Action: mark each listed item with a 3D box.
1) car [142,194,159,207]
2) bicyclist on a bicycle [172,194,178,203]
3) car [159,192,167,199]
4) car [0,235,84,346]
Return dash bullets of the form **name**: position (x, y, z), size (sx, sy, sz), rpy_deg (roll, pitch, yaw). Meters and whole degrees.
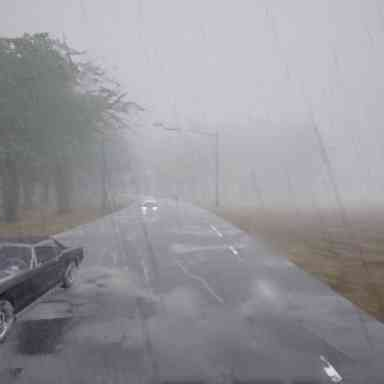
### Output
- **car**: position (-6.065, 1.397, 48.328), size (1.812, 1.442, 4.674), rpy_deg (0, 0, -5)
- **bicyclist on a bicycle**: position (-2.807, 1.260, 60.322), size (0.582, 1.620, 1.656), rpy_deg (0, 0, -7)
- **car**: position (-7.783, 0.892, 87.182), size (2.097, 1.767, 4.553), rpy_deg (-1, 0, -11)
- **car**: position (-3.677, 1.585, 6.361), size (1.895, 1.301, 4.718), rpy_deg (0, 0, -1)
